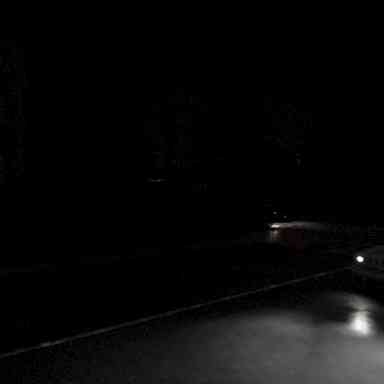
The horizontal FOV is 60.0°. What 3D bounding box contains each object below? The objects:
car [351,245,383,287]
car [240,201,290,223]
[{"bbox_3d":[5.870,1.562,8.106,4.718,1.301,1.895,0,0,-37],"label":"car"},{"bbox_3d":[5.132,1.428,25.150,1.812,1.442,4.674,0,0,-36],"label":"car"}]
